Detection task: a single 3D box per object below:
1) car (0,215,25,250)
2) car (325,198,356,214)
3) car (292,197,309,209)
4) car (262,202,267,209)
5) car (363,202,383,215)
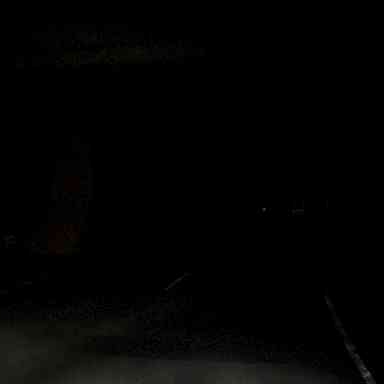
[{"bbox_3d":[-8.325,1.414,11.651,1.882,1.535,5.008,0,0,20],"label":"car"},{"bbox_3d":[17.037,1.538,37.942,2.097,1.767,4.553,0,0,44],"label":"car"},{"bbox_3d":[16.192,1.538,47.065,4.553,1.767,2.097,0,0,-41],"label":"car"},{"bbox_3d":[11.918,1.714,47.867,4.181,1.385,1.994,1,0,-43],"label":"car"},{"bbox_3d":[20.725,1.766,36.794,5.357,1.411,2.033,1,0,-44],"label":"car"}]
